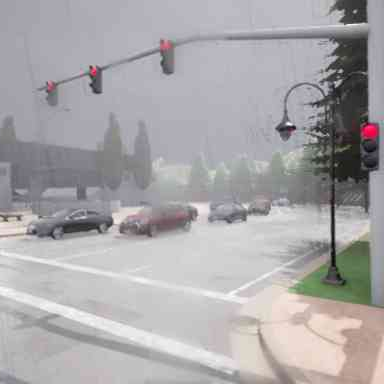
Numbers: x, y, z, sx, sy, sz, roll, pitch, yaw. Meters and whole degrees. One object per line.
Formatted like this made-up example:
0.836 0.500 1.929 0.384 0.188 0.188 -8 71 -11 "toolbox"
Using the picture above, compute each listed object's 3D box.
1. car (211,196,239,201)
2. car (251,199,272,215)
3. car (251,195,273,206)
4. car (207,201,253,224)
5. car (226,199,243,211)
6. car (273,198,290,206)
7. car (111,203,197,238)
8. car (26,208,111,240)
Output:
3.434 1.417 35.386 2.150 2.045 5.566 -1 0 19 "car"
7.078 1.727 35.442 1.994 1.385 4.181 -1 0 18 "car"
9.291 1.430 45.723 2.150 2.045 5.566 -1 0 4 "car"
2.908 1.668 26.434 1.812 1.442 4.674 -1 0 31 "car"
5.705 1.729 45.231 2.128 1.511 4.902 -1 0 6 "car"
15.608 1.759 58.364 1.812 1.442 4.674 0 0 -10 "car"
-2.014 1.491 18.924 2.097 1.767 4.553 -1 0 34 "car"
-6.592 1.668 18.454 2.128 1.511 4.902 -1 0 35 "car"
